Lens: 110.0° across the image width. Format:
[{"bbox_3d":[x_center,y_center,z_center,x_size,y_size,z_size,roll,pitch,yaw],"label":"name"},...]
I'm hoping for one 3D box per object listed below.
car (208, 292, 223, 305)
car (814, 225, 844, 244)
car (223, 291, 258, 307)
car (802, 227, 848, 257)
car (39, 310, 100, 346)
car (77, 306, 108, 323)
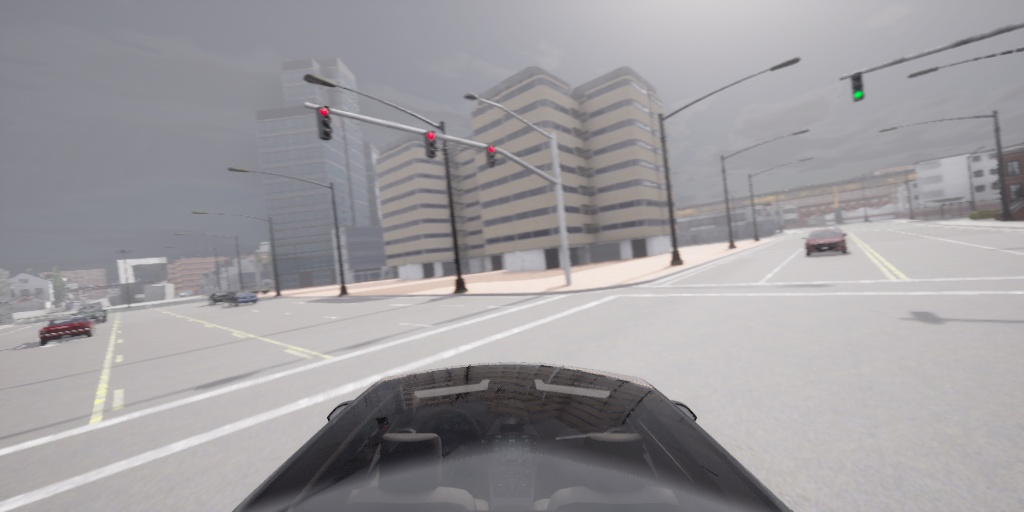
[{"bbox_3d":[-37.358,5.403,45.906,4.892,1.490,1.837,-6,1,43],"label":"car"},{"bbox_3d":[31.289,-2.142,35.338,2.033,1.411,5.357,-6,0,43],"label":"car"},{"bbox_3d":[-28.135,4.420,37.467,5.357,1.411,2.033,-6,0,43],"label":"car"},{"bbox_3d":[19.469,-0.916,22.293,1.882,1.535,5.008,-6,0,42],"label":"car"},{"bbox_3d":[-25.697,4.194,20.821,4.718,1.301,1.895,-6,0,42],"label":"car"},{"bbox_3d":[-39.075,5.495,33.221,4.553,1.767,2.097,-6,0,42],"label":"car"}]
